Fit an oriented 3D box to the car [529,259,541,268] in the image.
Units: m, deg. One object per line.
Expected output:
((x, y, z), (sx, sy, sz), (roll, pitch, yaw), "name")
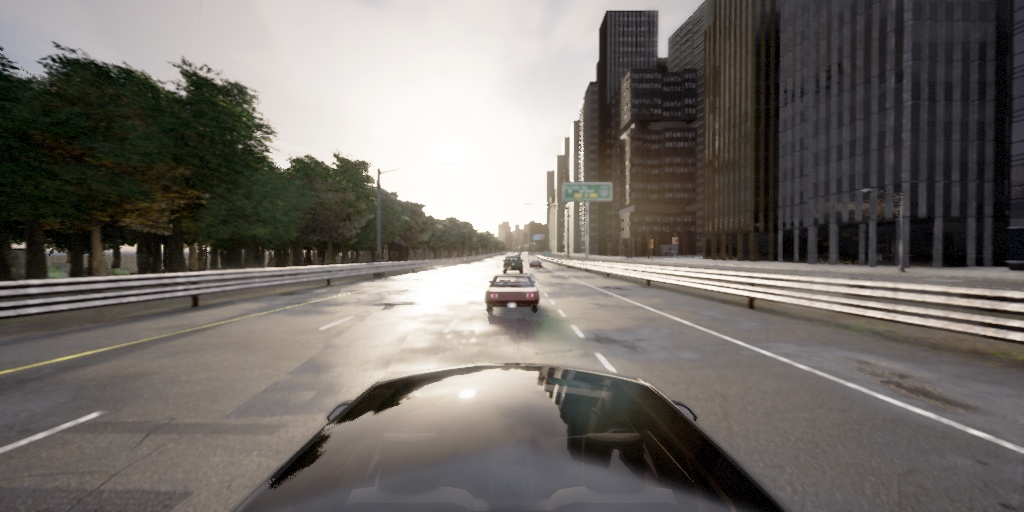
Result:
((3.941, 1.242, 61.070), (1.994, 1.385, 4.181), (0, 0, 1), "car")

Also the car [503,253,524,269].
((0.135, 0.967, 40.335), (2.150, 2.045, 5.566), (0, 0, 0), "car")

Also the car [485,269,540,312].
((0.008, 1.362, 14.293), (1.895, 1.301, 4.718), (0, 0, 0), "car")
